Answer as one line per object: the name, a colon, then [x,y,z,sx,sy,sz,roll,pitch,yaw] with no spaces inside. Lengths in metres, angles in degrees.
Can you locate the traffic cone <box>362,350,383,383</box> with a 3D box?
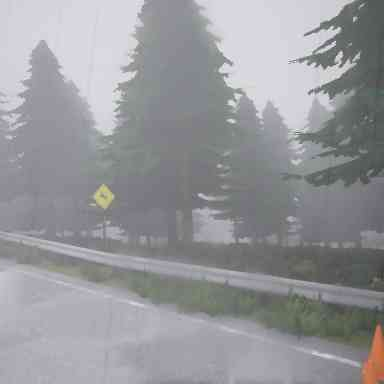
traffic cone: [1.773,1.956,3.294,0.340,0.580,0.340,0,0,34]

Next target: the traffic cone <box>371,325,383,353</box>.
traffic cone: [2.321,1.956,4.128,0.340,0.580,0.340,0,0,34]
